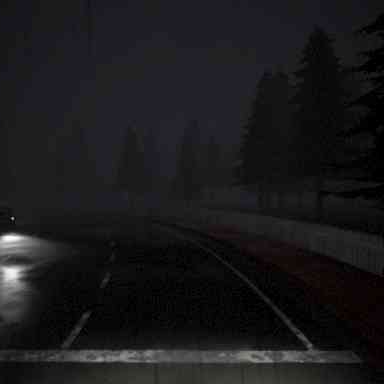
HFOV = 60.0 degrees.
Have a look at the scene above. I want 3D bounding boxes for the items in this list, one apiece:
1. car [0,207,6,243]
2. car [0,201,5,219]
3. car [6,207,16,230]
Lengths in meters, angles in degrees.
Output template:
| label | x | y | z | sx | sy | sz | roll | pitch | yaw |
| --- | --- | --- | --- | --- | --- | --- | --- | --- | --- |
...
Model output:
| label | x | y | z | sx | sy | sz | roll | pitch | yaw |
| --- | --- | --- | --- | --- | --- | --- | --- | --- | --- |
| car | -8.713 | 1.349 | 12.351 | 2.097 | 1.767 | 4.553 | 0 | 0 | -17 |
| car | -18.124 | 1.510 | 28.997 | 1.882 | 1.535 | 5.008 | 0 | 0 | -45 |
| car | -12.023 | 1.612 | 20.707 | 1.895 | 1.301 | 4.718 | 0 | 0 | -29 |
